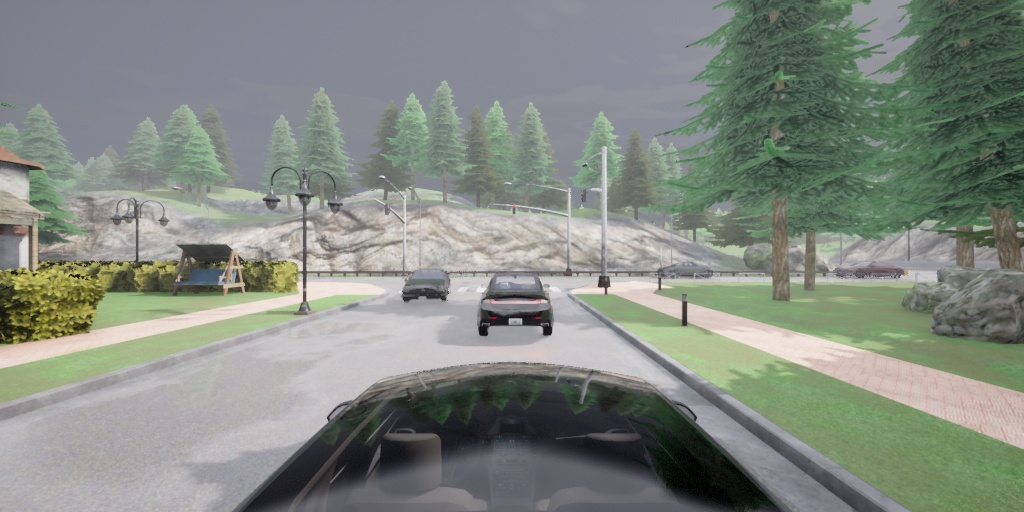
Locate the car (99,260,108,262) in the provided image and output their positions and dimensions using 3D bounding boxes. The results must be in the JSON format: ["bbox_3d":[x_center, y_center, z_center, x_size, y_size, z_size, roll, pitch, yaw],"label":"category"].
[{"bbox_3d":[-28.956,1.064,25.905,5.008,1.535,1.882,0,0,0],"label":"car"}]

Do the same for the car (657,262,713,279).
[{"bbox_3d":[14.183,1.150,29.496,4.181,1.385,1.994,0,0,0],"label":"car"}]

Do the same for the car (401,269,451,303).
[{"bbox_3d":[-3.879,1.303,16.971,2.033,1.411,5.357,0,0,-7],"label":"car"}]

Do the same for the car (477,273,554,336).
[{"bbox_3d":[0.098,1.241,10.370,2.128,1.511,4.902,0,0,1],"label":"car"}]

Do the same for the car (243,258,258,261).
[{"bbox_3d":[-19.142,0.938,25.883,4.553,1.767,2.097,0,0,0],"label":"car"}]

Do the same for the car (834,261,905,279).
[{"bbox_3d":[29.264,1.112,29.388,4.674,1.442,1.812,0,0,1],"label":"car"}]
